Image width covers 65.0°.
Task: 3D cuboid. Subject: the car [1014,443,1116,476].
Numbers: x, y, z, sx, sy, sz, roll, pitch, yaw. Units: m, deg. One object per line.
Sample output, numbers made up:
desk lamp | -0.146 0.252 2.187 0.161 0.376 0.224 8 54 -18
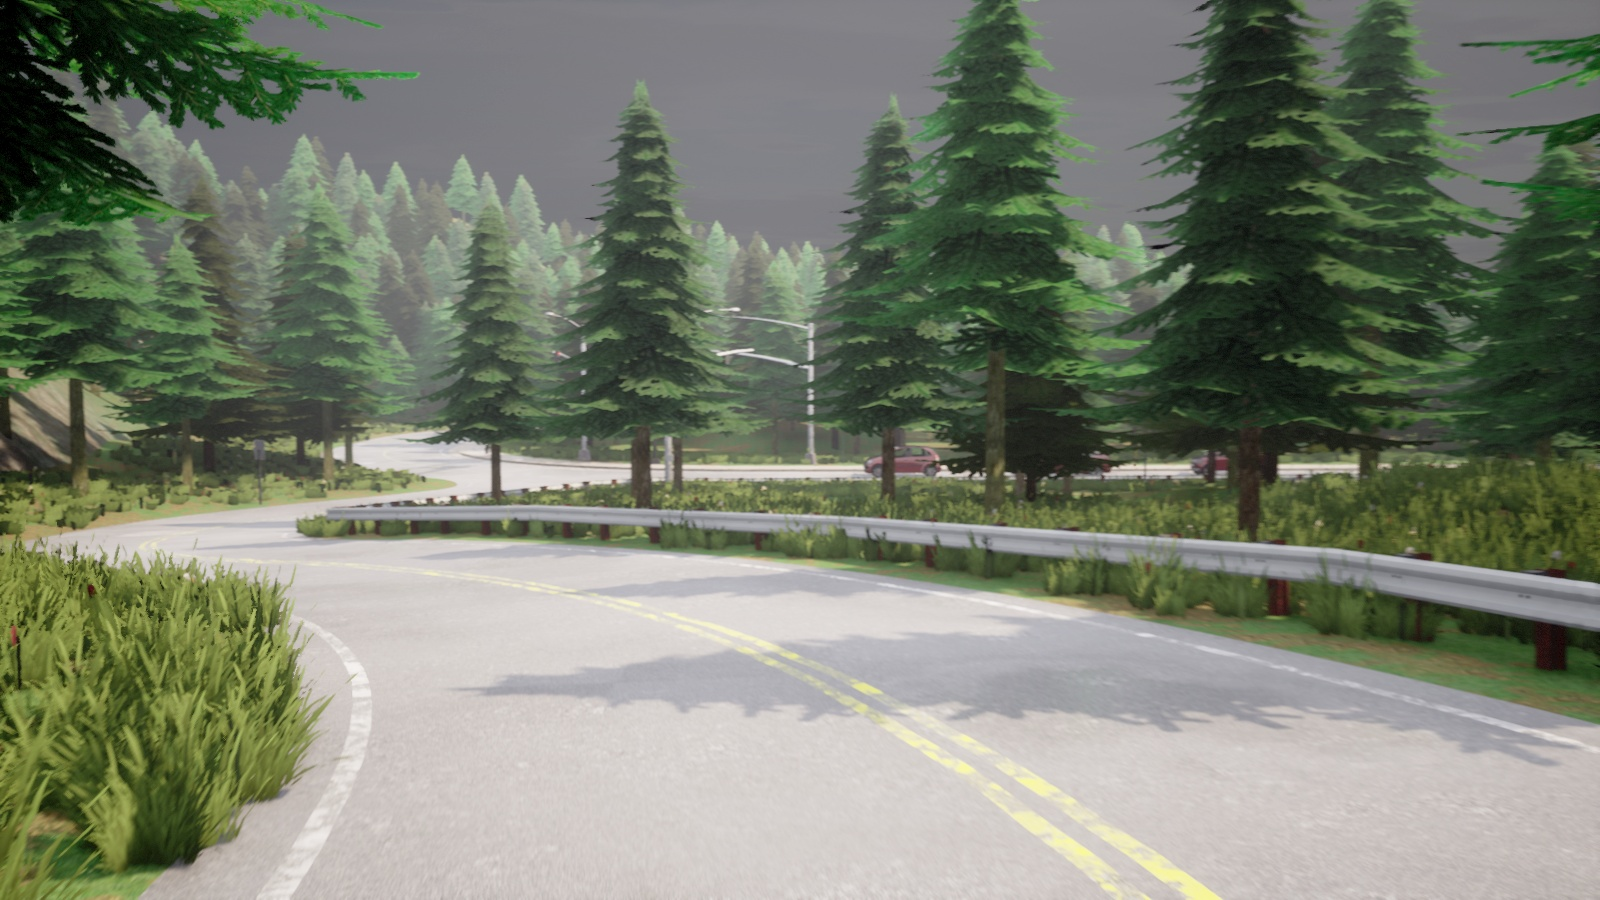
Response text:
car | 13.659 0.490 65.028 4.792 1.488 2.163 -1 4 -1

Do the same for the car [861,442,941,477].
car | 5.191 0.467 64.937 3.988 1.617 1.851 -1 4 0

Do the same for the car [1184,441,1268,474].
car | 22.082 0.384 65.199 3.705 1.549 1.789 -1 4 -2
